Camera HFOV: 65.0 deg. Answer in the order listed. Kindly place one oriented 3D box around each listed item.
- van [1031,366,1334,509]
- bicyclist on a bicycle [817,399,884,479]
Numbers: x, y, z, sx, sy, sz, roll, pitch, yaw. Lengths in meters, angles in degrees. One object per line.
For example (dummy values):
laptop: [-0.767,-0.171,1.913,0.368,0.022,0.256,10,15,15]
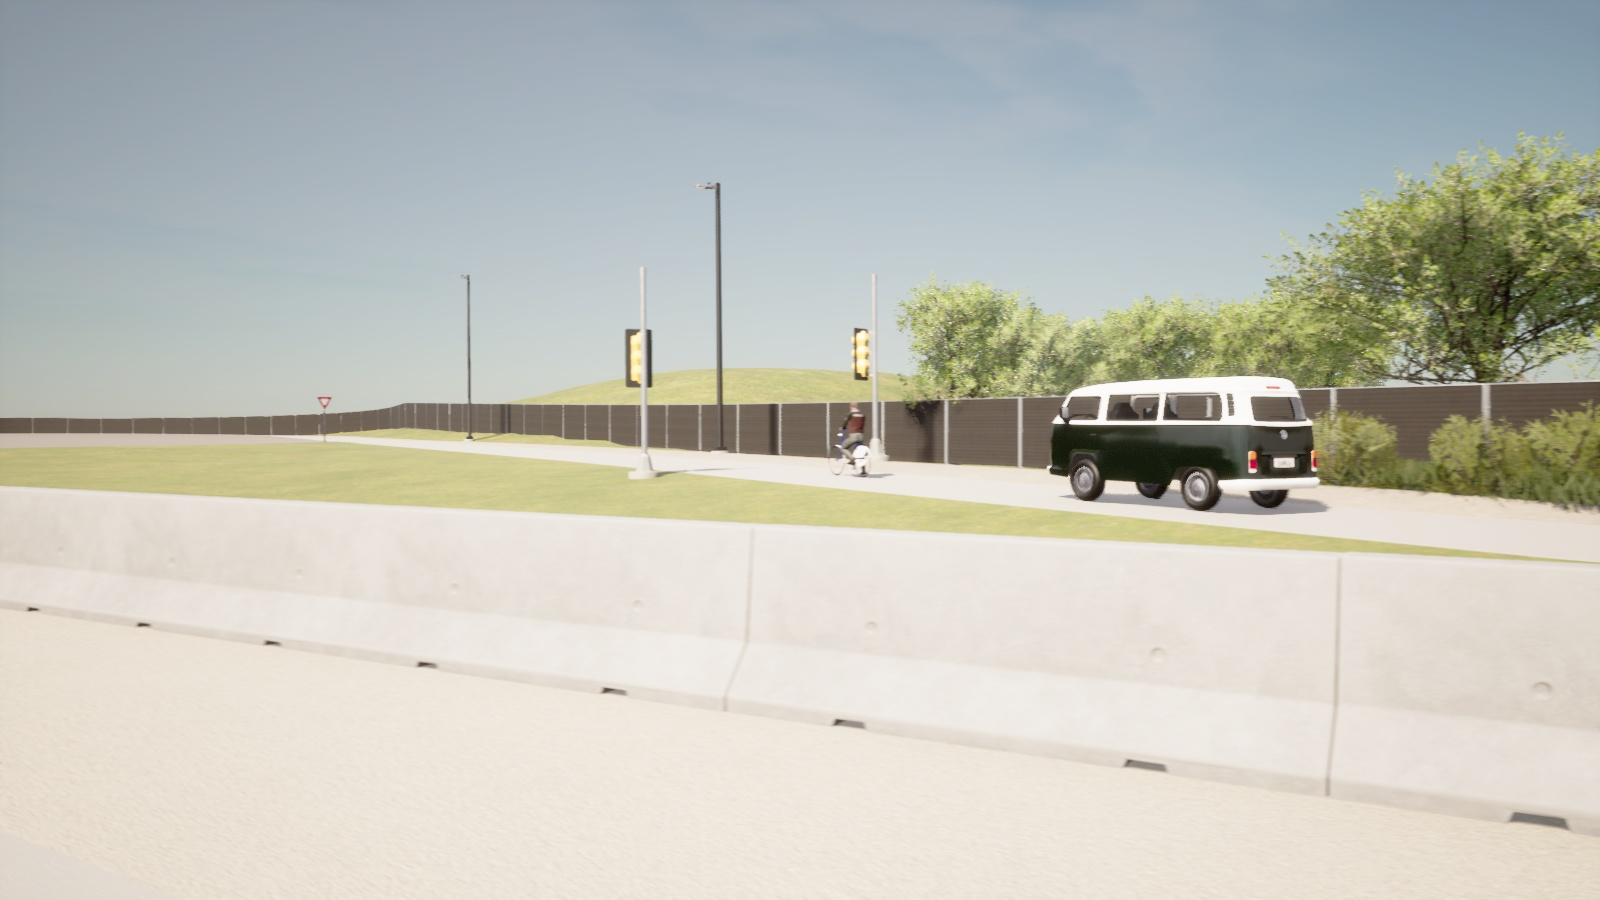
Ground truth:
van: [6.028,-0.244,20.328,2.069,2.038,4.480,-2,2,-30]
bicyclist on a bicycle: [1.150,-0.268,28.948,0.659,1.776,1.843,-2,2,-29]
